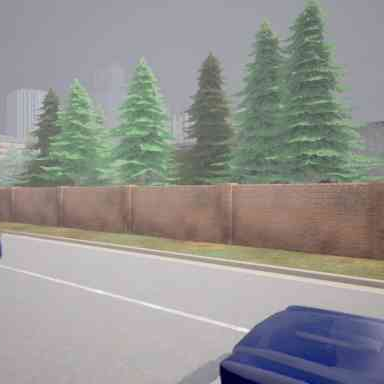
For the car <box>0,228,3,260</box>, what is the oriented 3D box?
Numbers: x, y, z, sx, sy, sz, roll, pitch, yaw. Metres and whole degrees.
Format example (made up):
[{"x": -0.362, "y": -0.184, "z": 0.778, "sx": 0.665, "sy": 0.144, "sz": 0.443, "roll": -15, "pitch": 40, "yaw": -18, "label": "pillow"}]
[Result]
[{"x": -7.526, "y": 1.220, "z": 9.322, "sx": 5.566, "sy": 2.045, "sz": 2.150, "roll": 0, "pitch": 0, "yaw": 35, "label": "car"}]

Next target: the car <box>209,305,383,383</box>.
[{"x": 2.484, "y": 1.601, "z": 2.225, "sx": 4.718, "sy": 1.301, "sz": 1.895, "roll": 0, "pitch": 0, "yaw": 35, "label": "car"}]
